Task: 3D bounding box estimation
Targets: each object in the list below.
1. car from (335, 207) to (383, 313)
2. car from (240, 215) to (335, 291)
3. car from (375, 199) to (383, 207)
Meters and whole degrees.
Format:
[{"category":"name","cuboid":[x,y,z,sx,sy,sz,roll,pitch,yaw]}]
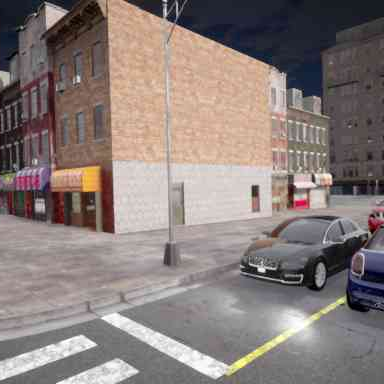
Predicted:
[{"category":"car","cuboid":[4.867,1.278,6.616,4.553,1.767,2.097,-1,1,-45]},{"category":"car","cuboid":[3.238,1.430,9.015,1.837,1.490,4.892,0,1,45]},{"category":"car","cuboid":[10.548,1.013,16.308,5.566,2.045,2.150,-2,1,-45]}]
